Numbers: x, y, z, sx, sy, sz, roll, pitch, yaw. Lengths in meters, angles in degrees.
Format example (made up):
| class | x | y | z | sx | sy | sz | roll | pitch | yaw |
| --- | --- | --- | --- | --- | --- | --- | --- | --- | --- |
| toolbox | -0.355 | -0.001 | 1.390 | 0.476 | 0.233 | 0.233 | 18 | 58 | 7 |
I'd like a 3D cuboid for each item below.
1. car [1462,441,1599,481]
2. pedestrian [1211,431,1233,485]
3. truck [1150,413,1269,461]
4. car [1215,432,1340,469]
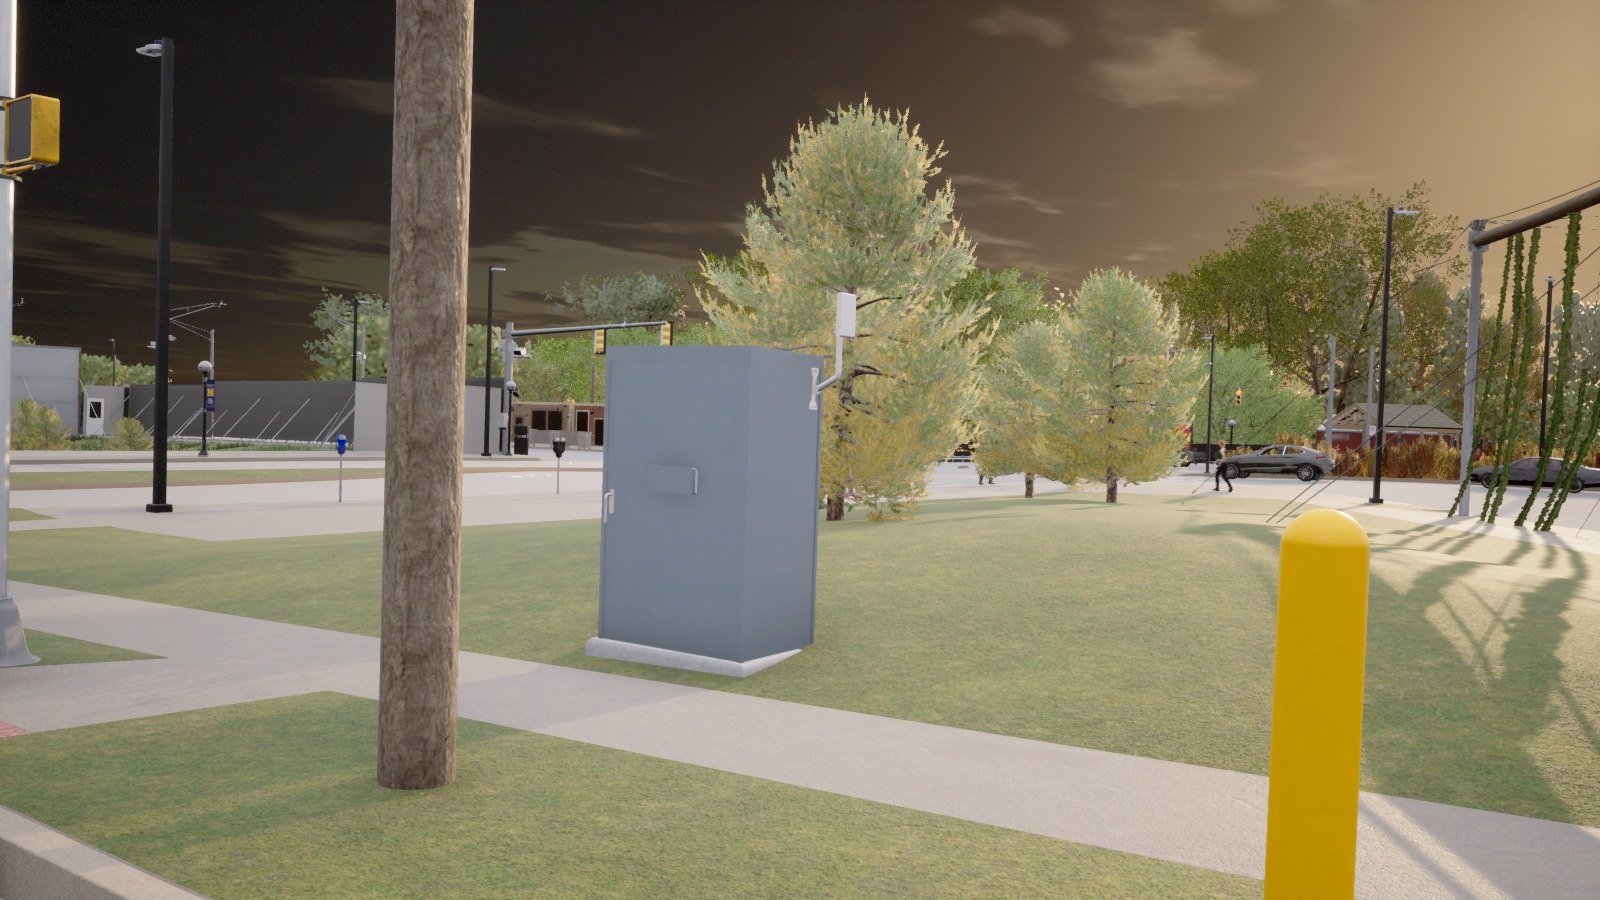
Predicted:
| class | x | y | z | sx | sy | sz | roll | pitch | yaw |
| --- | --- | --- | --- | --- | --- | --- | --- | --- | --- |
| car | 30.598 | 0.424 | 52.044 | 5.357 | 1.411 | 2.033 | 2 | 3 | 34 |
| pedestrian | 14.716 | 0.269 | 43.787 | 0.594 | 1.836 | 0.345 | 3 | 2 | 44 |
| truck | 30.538 | -0.925 | 93.740 | 7.936 | 3.462 | 2.891 | 0 | 1 | 36 |
| car | 22.015 | 0.017 | 57.931 | 5.027 | 1.651 | 2.152 | 0 | 1 | 34 |
